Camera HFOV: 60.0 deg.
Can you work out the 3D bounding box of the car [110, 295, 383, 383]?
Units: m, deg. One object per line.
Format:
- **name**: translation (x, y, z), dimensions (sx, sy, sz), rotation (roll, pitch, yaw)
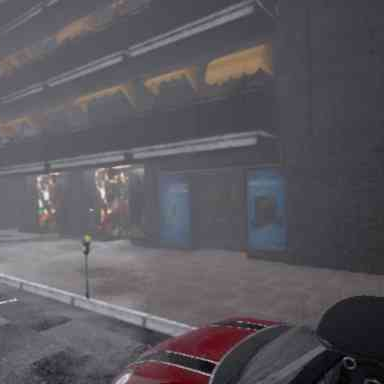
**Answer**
- **car**: translation (1.195, 1.441, 2.041), dimensions (4.097, 1.590, 1.967), rotation (-1, -1, 36)
